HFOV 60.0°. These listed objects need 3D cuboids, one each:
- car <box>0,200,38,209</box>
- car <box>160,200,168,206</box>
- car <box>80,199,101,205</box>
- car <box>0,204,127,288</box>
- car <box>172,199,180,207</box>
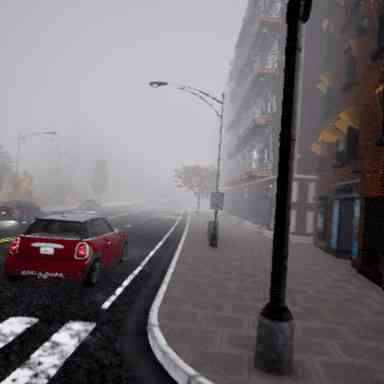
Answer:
[{"bbox_3d":[-12.923,1.293,24.876,1.994,1.385,4.181,4,-1,1],"label":"car"},{"bbox_3d":[-7.858,3.178,92.948,1.895,1.301,4.718,4,-1,-3],"label":"car"},{"bbox_3d":[-12.849,1.626,42.071,1.812,1.442,4.674,4,-1,0],"label":"car"},{"bbox_3d":[-3.305,1.427,9.814,2.097,1.767,4.553,4,-1,1],"label":"car"},{"bbox_3d":[-4.577,3.034,92.816,2.150,2.045,5.566,4,-1,-3],"label":"car"}]
